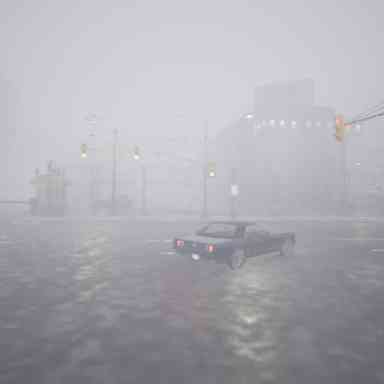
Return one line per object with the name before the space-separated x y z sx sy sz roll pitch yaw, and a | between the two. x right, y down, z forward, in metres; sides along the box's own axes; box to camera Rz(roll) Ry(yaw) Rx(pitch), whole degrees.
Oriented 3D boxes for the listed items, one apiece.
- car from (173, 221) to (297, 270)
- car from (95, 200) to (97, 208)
car | 1.688 1.642 11.328 4.718 1.301 1.895 1 0 -45
car | -9.023 1.145 37.976 4.553 1.767 2.185 1 0 -11
